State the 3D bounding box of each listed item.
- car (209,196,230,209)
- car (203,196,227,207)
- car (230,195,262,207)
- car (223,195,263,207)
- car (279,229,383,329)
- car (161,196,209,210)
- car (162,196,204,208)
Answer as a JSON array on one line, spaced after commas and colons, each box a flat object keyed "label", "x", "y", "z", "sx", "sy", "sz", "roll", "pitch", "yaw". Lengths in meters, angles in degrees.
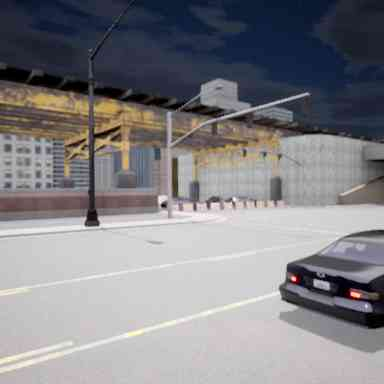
[{"label": "car", "x": 2.831, "y": 1.241, "z": 40.506, "sx": 2.038, "sy": 1.542, "sz": 4.974, "roll": 0, "pitch": 0, "yaw": 18}, {"label": "car", "x": 2.846, "y": 1.083, "z": 40.555, "sx": 1.853, "sy": 1.218, "sz": 4.536, "roll": 0, "pitch": 0, "yaw": 18}, {"label": "car", "x": 6.688, "y": 1.040, "z": 44.258, "sx": 4.536, "sy": 1.218, "sz": 1.853, "roll": 0, "pitch": 0, "yaw": -7}, {"label": "car", "x": 6.741, "y": 1.197, "z": 44.266, "sx": 4.974, "sy": 1.542, "sz": 2.038, "roll": 0, "pitch": 0, "yaw": -7}, {"label": "car", "x": 4.095, "y": 1.489, "z": 6.699, "sx": 5.357, "sy": 1.411, "sz": 2.033, "roll": -1, "pitch": 0, "yaw": -35}, {"label": "car", "x": -0.914, "y": 1.279, "z": 37.821, "sx": 4.974, "sy": 1.542, "sz": 2.038, "roll": 0, "pitch": 0, "yaw": 8}, {"label": "car", "x": -0.966, "y": 1.122, "z": 37.827, "sx": 4.536, "sy": 1.218, "sz": 1.853, "roll": 0, "pitch": 0, "yaw": 8}]
